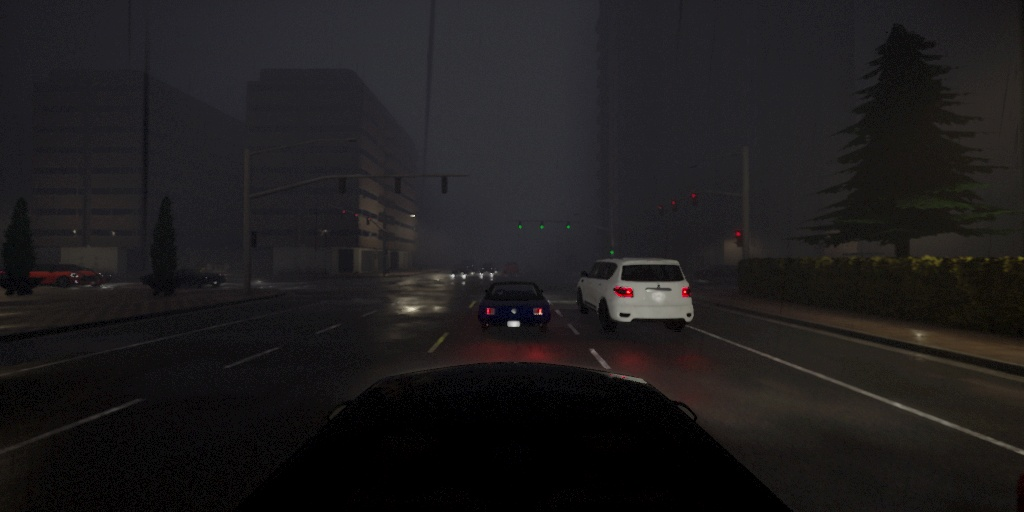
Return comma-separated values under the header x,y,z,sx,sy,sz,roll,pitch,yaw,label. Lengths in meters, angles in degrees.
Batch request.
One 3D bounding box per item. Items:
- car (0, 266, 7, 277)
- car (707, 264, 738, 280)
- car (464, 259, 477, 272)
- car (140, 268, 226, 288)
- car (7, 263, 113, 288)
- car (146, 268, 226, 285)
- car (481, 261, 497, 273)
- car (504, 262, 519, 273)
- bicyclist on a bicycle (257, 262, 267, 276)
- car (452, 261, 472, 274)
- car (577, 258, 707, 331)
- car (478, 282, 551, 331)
x,y,z,sx,sy,sz,roll,pitch,yaw,label
-53.531,1.660,36.572,5.357,1.411,2.033,0,-1,0,car
20.861,1.581,35.861,5.008,1.535,1.882,0,-1,1,car
-7.102,1.570,59.522,2.150,2.045,5.566,0,-1,0,car
-23.327,1.599,25.584,4.718,1.301,1.895,0,-1,1,car
-32.214,1.351,25.673,4.553,1.767,2.097,0,-1,0,car
-26.374,1.635,29.113,4.718,1.301,1.895,0,-1,1,car
-3.617,1.793,53.731,1.837,1.490,4.892,0,-1,0,car
-0.022,1.640,53.592,2.097,1.767,4.553,0,0,1,car
-28.653,1.460,41.121,0.582,1.620,1.656,0,0,1,bicyclist on a bicycle
-7.102,1.774,49.822,1.812,1.442,4.674,0,-1,0,car
3.576,1.076,11.498,2.150,2.045,5.566,0,0,-1,car
0.069,1.450,11.282,1.895,1.301,4.718,0,-1,0,car
